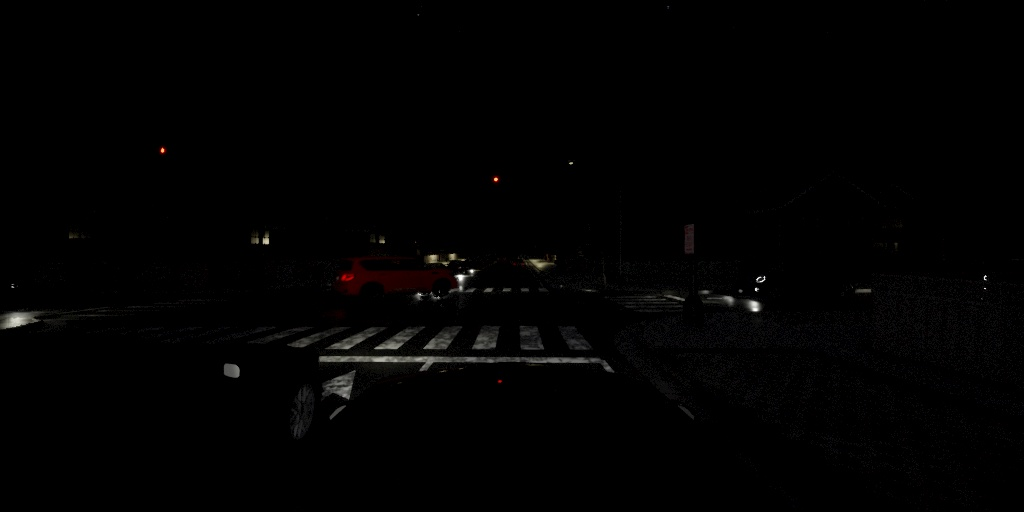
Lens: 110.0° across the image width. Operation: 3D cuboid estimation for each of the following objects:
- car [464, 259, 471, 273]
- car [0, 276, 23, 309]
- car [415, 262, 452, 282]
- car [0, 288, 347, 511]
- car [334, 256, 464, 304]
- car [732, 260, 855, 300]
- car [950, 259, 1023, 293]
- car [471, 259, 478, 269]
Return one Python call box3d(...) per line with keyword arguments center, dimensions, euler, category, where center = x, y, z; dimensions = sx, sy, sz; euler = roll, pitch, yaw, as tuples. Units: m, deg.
box3d(center=(-5.964, 1.166, 38.776), dimensions=(1.812, 1.442, 4.674), euler=(0, 0, 1), category="car")
box3d(center=(-22.441, 1.136, 13.696), dimensions=(5.566, 2.045, 2.150), euler=(0, 0, 3), category="car")
box3d(center=(-6.137, 1.251, 28.484), dimensions=(1.994, 1.385, 4.181), euler=(0, 0, 1), category="car")
box3d(center=(-3.153, 1.228, 2.192), dimensions=(1.882, 1.535, 5.008), euler=(0, 0, 1), category="car")
box3d(center=(-5.403, 1.002, 17.083), dimensions=(5.566, 2.045, 2.150), euler=(-1, 1, -37), category="car")
box3d(center=(12.647, 0.994, 16.349), dimensions=(4.553, 1.767, 2.097), euler=(0, 0, -1), category="car")
box3d(center=(22.720, 0.914, 16.451), dimensions=(4.553, 1.767, 2.097), euler=(0, 0, 0), category="car")
box3d(center=(-5.767, 1.061, 49.419), dimensions=(2.033, 1.411, 5.357), euler=(0, 1, 2), category="car")
